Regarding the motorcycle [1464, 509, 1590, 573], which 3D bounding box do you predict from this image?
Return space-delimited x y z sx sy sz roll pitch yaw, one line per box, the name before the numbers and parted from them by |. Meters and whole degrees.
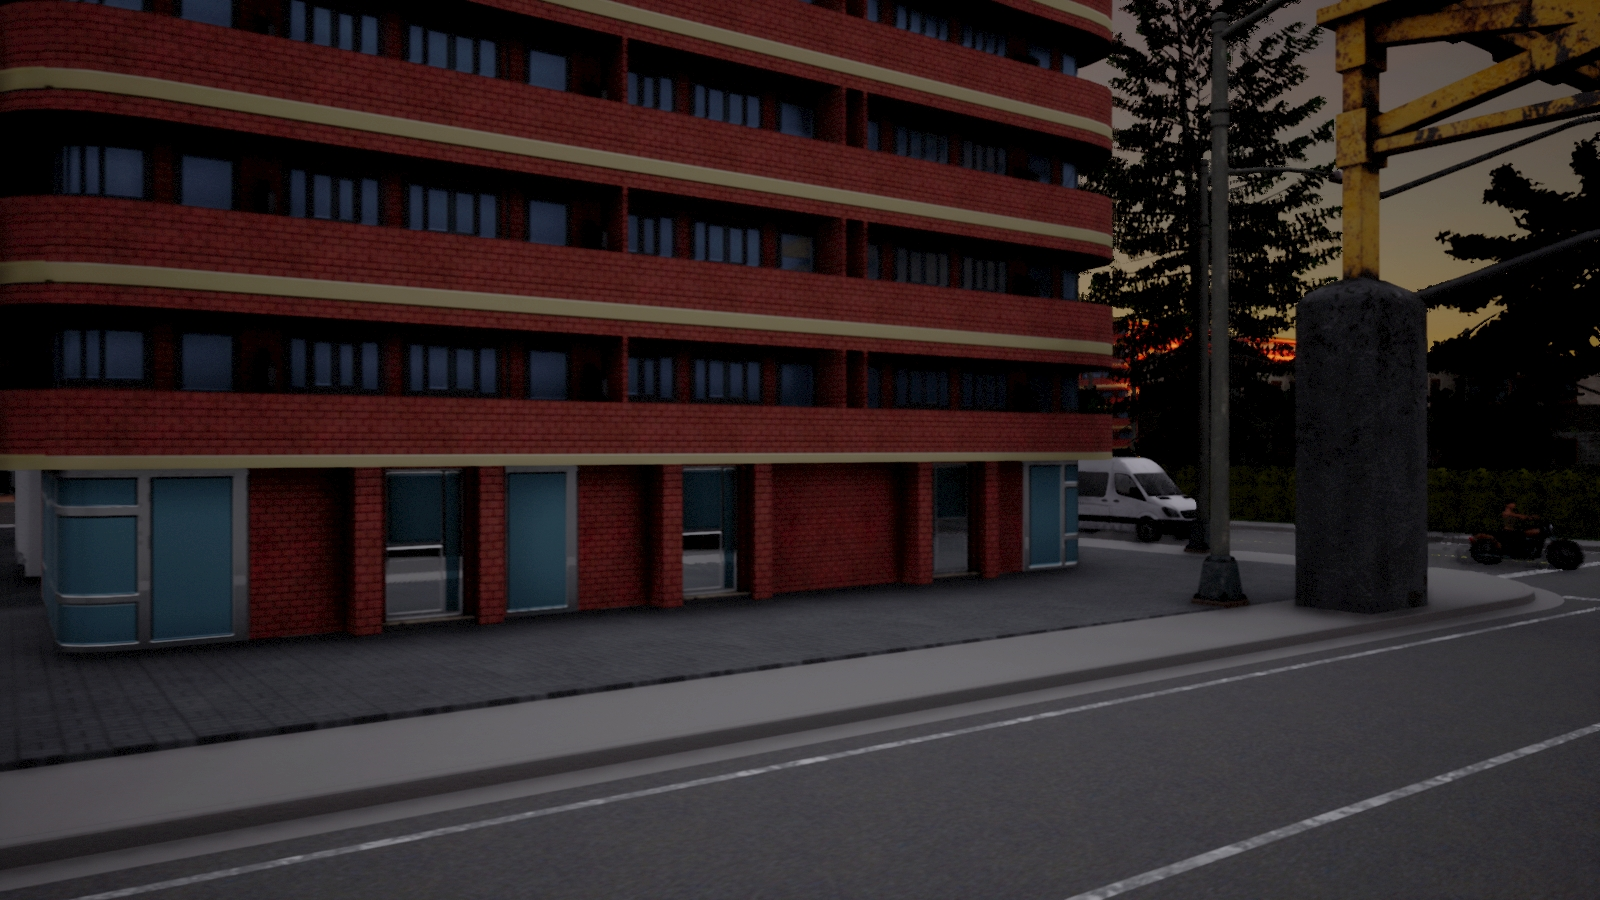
motorcycle | 17.045 2.101 26.845 0.764 1.332 2.356 1 0 -40
